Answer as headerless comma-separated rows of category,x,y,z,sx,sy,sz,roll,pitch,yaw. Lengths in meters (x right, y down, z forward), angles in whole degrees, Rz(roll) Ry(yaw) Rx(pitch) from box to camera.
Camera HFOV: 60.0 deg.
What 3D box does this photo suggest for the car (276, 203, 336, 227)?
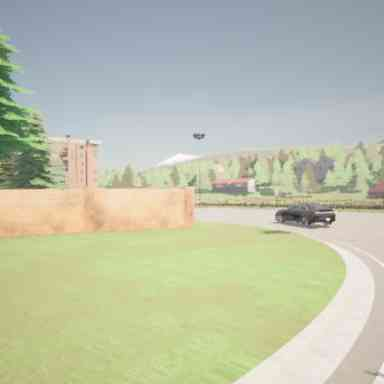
car,7.727,1.523,23.124,2.128,1.511,4.902,0,0,-19
